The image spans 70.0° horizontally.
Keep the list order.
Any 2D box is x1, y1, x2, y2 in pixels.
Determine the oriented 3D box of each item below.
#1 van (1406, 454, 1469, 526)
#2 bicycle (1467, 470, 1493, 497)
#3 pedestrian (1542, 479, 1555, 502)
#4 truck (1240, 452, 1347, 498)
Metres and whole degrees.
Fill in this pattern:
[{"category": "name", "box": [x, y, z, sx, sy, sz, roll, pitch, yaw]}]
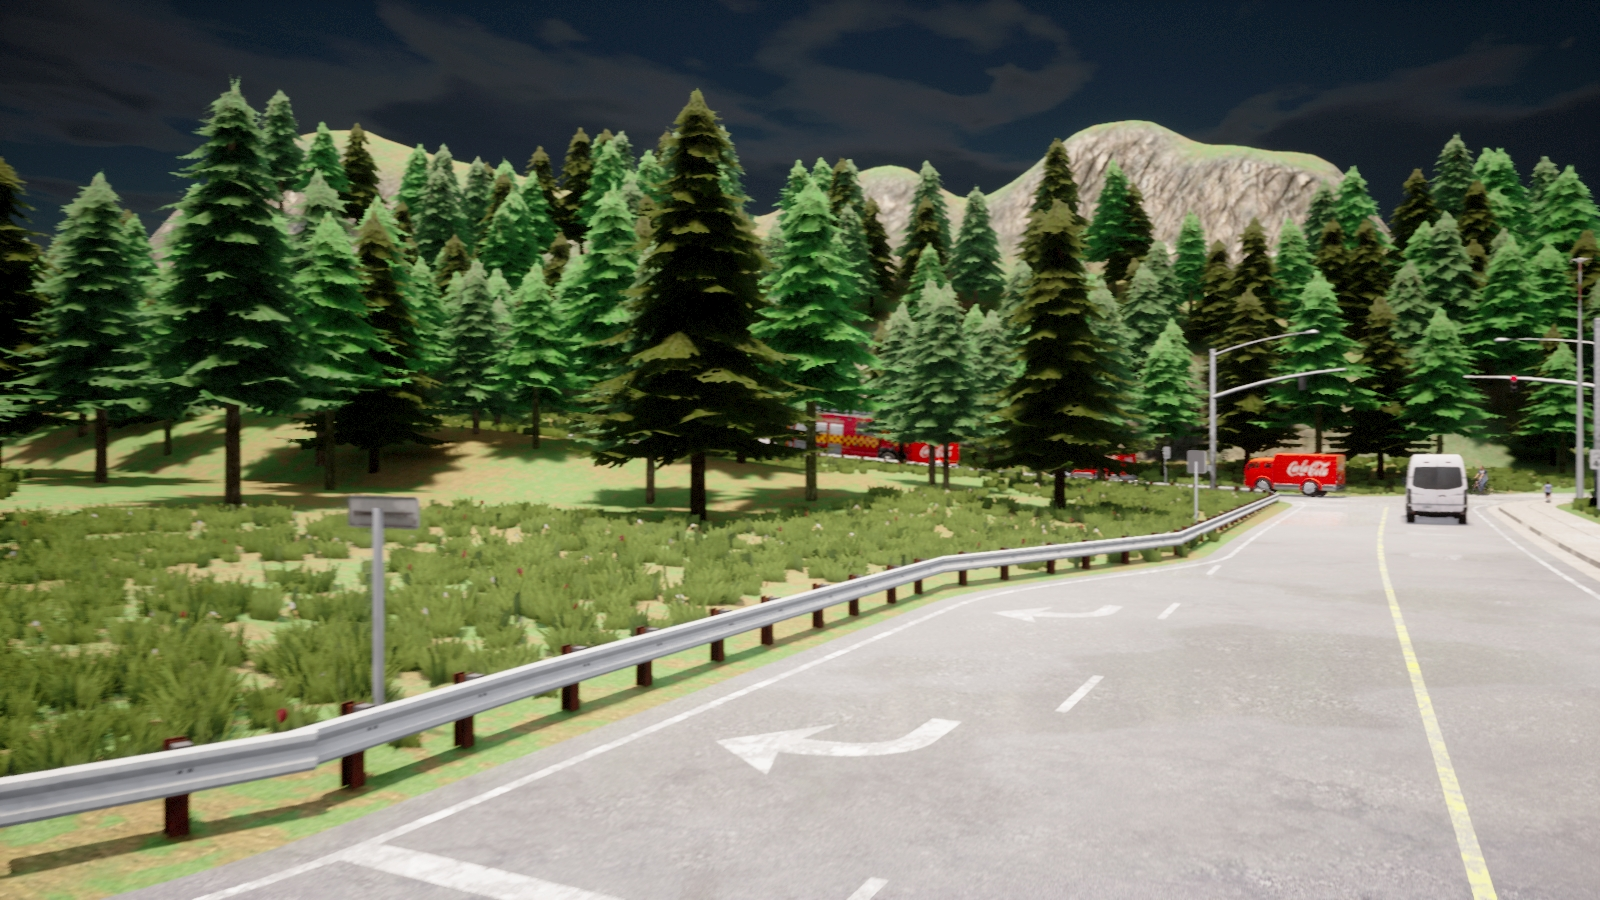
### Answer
[{"category": "van", "box": [24.387, 1.431, 43.857, 1.988, 2.561, 5.915, 0, 0, 28]}, {"category": "bicycle", "box": [39.021, 1.914, 65.538, 1.643, 1.496, 0.373, 0, 0, -23]}, {"category": "pedestrian", "box": [35.905, 1.950, 54.831, 0.500, 1.100, 0.500, 0, 0, 34]}, {"category": "truck", "box": [28.594, 1.423, 66.238, 5.204, 2.467, 2.627, 1, 1, 38]}]
